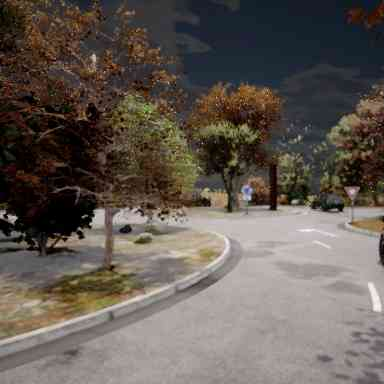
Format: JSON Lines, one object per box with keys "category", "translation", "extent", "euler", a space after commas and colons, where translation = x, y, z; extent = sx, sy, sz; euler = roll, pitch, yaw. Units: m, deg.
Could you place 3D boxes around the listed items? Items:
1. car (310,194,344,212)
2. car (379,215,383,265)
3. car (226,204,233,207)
{"category": "car", "translation": [16.165, 1.276, 40.019], "extent": [2.150, 2.045, 5.566], "euler": [1, 0, -1]}
{"category": "car", "translation": [6.093, 1.198, 8.031], "extent": [2.150, 2.045, 5.566], "euler": [0, 0, 22]}
{"category": "car", "translation": [9.014, 3.692, 79.664], "extent": [1.882, 1.535, 5.008], "euler": [0, -5, 8]}
